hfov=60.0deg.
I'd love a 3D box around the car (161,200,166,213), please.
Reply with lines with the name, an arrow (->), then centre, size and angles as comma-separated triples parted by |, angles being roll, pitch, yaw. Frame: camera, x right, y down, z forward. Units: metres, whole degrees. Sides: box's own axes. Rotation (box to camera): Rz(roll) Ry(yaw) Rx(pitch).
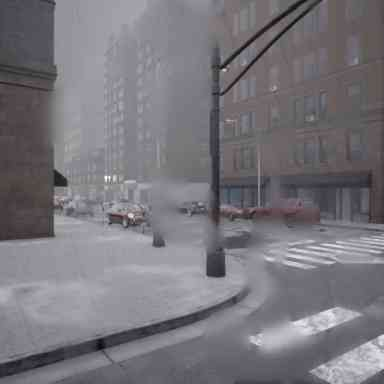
car -> -3.445, 1.529, 35.751 | 2.008, 1.369, 4.403 | 0, 0, -35

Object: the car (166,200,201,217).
car -> -0.269, 1.550, 31.231 | 1.947, 1.339, 4.313 | 0, 0, -35

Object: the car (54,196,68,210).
car -> -16.761, 1.512, 39.871 | 1.887, 1.381, 4.507 | 0, 0, -35

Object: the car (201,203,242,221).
car -> 2.907, 1.571, 26.712 | 1.802, 1.307, 4.206 | 0, 0, -35

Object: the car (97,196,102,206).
car -> -15.899, 1.458, 53.972 | 1.837, 1.490, 4.892 | 0, 0, -35

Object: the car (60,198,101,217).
car -> -10.407, 1.530, 30.830 | 2.008, 1.369, 4.403 | 0, 0, -35

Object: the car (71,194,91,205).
car -> -19.933, 1.298, 59.656 | 2.097, 1.767, 4.553 | 0, 0, -35

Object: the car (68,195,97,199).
car -> -16.197, 1.436, 49.089 | 1.882, 1.535, 5.008 | 0, 0, -35

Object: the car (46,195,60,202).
car -> -32.029, 1.472, 76.424 | 2.008, 1.369, 4.403 | 0, 0, -35

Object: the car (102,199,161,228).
car -> -4.054, 1.430, 21.789 | 1.967, 1.590, 4.097 | 0, 0, -35

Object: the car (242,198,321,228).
car -> 6.084, 1.309, 22.193 | 2.192, 1.841, 5.009 | 0, 0, -35

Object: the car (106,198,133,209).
car -> -9.797, 1.532, 44.789 | 1.947, 1.339, 4.313 | 0, 0, -35

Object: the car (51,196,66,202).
car -> -28.853, 1.478, 71.905 | 2.008, 1.369, 4.403 | 0, 0, -35
